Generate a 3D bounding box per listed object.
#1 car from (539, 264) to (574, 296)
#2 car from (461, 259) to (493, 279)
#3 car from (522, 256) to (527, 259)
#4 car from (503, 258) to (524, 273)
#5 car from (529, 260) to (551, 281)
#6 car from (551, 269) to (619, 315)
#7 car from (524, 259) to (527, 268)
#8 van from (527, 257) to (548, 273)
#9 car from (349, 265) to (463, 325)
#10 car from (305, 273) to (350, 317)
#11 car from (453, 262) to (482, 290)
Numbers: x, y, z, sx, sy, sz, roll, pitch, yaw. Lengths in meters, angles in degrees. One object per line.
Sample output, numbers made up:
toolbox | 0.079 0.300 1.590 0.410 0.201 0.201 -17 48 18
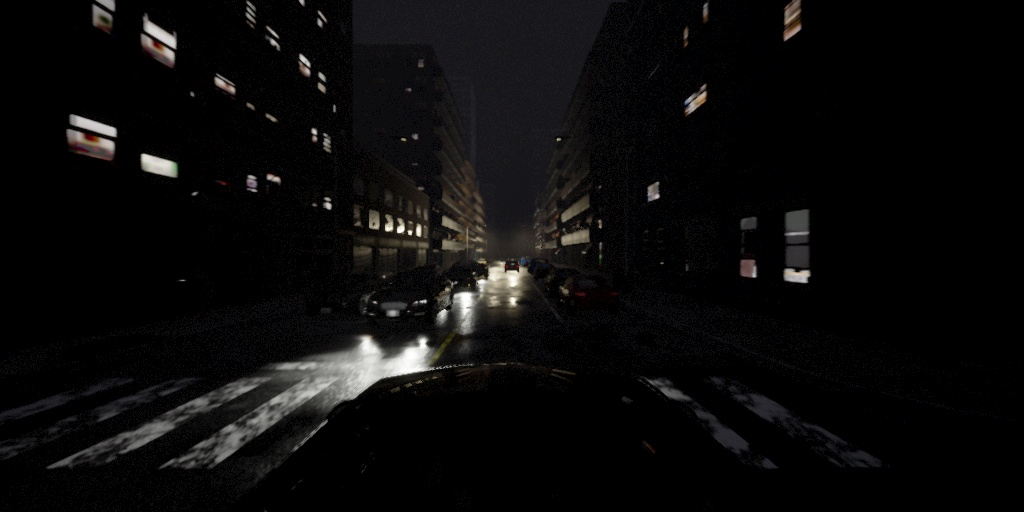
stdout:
car | 2.684 1.283 18.671 1.948 1.339 4.313 0 0 0
car | -3.073 1.258 31.901 1.994 1.385 4.181 0 0 0
car | 2.673 1.181 57.504 1.751 1.417 4.829 0 0 0
car | -0.012 1.225 42.184 2.033 1.411 5.357 0 0 0
car | 2.681 1.243 29.717 1.888 1.381 4.507 0 0 0
car | 2.686 1.310 13.147 1.802 1.307 4.207 0 0 0
car | 2.678 1.246 40.764 1.948 1.339 4.313 0 0 0
van | 2.680 1.030 35.241 1.690 1.789 3.998 0 0 0
car | -3.094 1.221 11.754 2.128 1.511 4.902 0 0 0
car | -5.695 1.292 13.157 1.948 1.339 4.313 0 0 0
car | -3.101 1.275 21.692 1.994 1.385 4.181 0 0 -1
